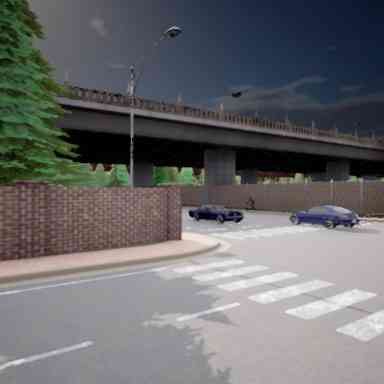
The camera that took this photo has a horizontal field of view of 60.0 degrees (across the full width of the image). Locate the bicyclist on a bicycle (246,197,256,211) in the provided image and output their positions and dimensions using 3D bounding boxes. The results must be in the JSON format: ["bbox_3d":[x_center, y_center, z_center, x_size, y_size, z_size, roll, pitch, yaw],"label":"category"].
[{"bbox_3d":[6.640,1.368,37.533,1.656,1.620,0.582,0,0,-35],"label":"bicyclist on a bicycle"}]

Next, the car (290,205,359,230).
[{"bbox_3d":[8.581,1.584,21.837,1.812,1.442,4.674,0,0,-27],"label":"car"}]

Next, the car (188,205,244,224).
[{"bbox_3d":[1.789,1.663,25.401,1.895,1.301,4.718,0,0,-35],"label":"car"}]
